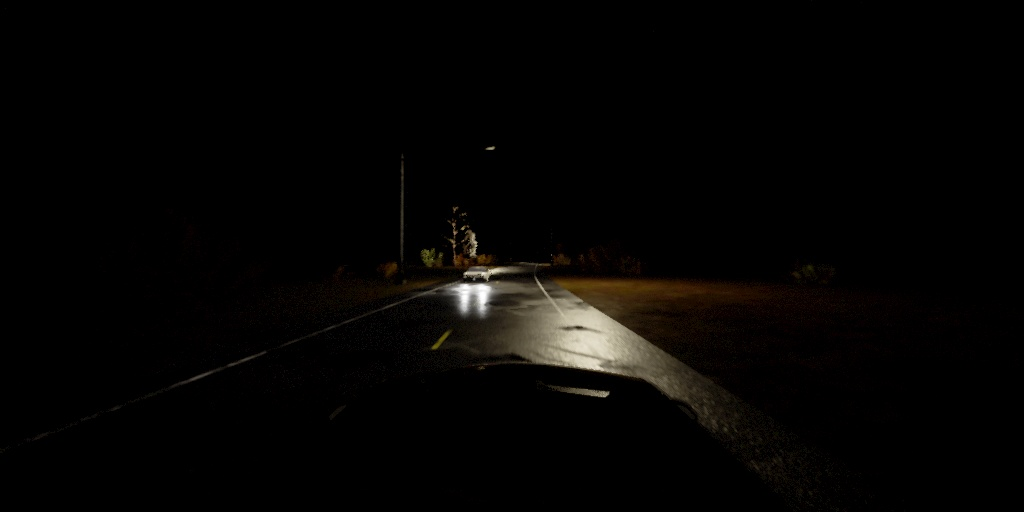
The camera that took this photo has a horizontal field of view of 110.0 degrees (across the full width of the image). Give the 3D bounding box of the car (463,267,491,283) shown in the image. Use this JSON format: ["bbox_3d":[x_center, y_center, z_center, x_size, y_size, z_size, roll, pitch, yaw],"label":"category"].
[{"bbox_3d":[-2.986,1.603,31.141,1.895,1.301,4.718,0,-1,2],"label":"car"}]
